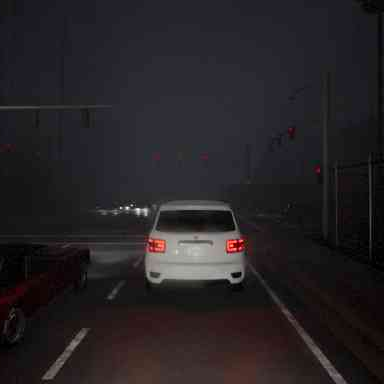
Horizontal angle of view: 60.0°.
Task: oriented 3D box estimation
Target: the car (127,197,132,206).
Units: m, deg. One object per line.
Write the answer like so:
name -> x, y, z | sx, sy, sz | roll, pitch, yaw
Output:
car -> -10.483, 1.491, 53.748 | 2.128, 1.511, 4.902 | 0, 0, 0

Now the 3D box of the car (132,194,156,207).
car -> -6.989, 1.491, 48.983 | 2.128, 1.511, 4.902 | 0, 0, 0

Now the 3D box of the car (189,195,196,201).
car -> 0.173, 1.524, 86.152 | 1.812, 1.442, 4.674 | 0, 0, 0

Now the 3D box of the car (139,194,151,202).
car -> -10.353, 1.354, 73.188 | 2.097, 1.767, 4.553 | 0, 0, 0

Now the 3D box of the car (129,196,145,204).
car -> -10.424, 1.491, 63.140 | 2.128, 1.511, 4.902 | 0, 0, 1

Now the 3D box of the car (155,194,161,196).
car -> -6.959, 1.525, 58.242 | 1.812, 1.442, 4.674 | 0, 0, 0

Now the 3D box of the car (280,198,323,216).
car -> 11.016, 1.407, 32.677 | 4.553, 1.767, 2.097 | 0, 0, 0

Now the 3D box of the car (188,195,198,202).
car -> 0.157, 1.523, 75.750 | 2.128, 1.511, 4.902 | 0, 0, 0

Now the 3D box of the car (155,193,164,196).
car -> -6.862, 1.221, 68.956 | 2.150, 2.045, 5.566 | 0, 0, 0

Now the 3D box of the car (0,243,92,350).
car -> -3.430, 1.601, 6.173 | 1.895, 1.301, 4.718 | 0, 0, 1

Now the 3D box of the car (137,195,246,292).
car -> 0.090, 1.221, 9.097 | 2.150, 2.045, 5.566 | 0, 0, 0

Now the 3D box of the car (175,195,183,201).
car -> -3.327, 1.540, 86.037 | 2.033, 1.411, 5.357 | 0, 0, 0

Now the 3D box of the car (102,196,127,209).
car -> -10.505, 1.352, 44.595 | 2.097, 1.767, 4.553 | 0, 0, 0
